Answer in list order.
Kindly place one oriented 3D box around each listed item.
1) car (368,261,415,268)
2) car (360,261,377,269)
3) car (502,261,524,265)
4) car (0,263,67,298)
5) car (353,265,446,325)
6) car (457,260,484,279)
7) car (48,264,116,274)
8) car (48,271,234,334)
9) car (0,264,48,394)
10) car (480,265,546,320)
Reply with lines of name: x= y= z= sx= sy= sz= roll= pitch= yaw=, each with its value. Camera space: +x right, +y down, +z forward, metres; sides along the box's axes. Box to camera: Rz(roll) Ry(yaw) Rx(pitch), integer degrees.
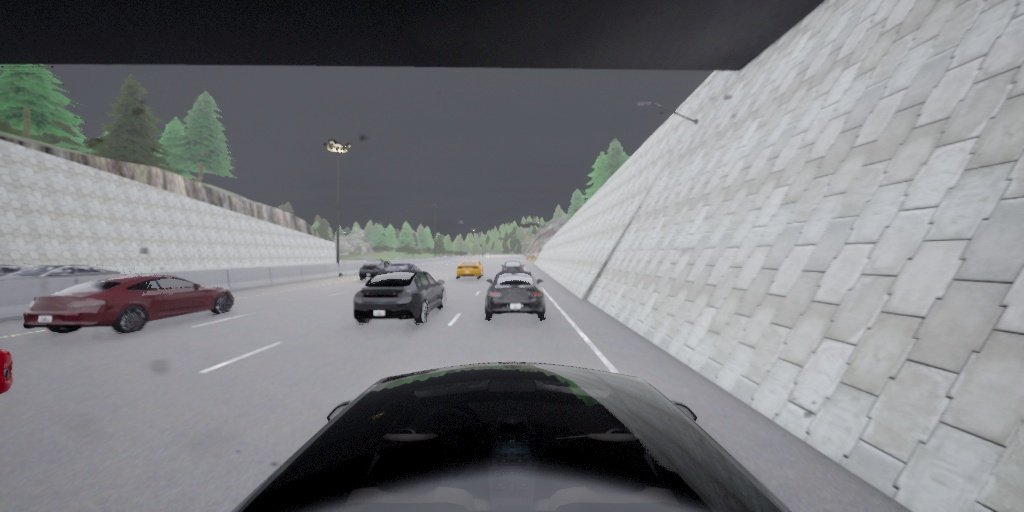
car: x=-6.907 y=1.170 z=22.811 sx=2.033 sy=1.411 sz=5.357 roll=0 pitch=0 yaw=0
car: x=-10.408 y=1.094 z=28.408 sx=1.837 sy=1.490 sz=4.892 roll=0 pitch=0 yaw=0
car: x=0.078 y=1.109 z=29.423 sx=1.812 sy=1.442 sz=4.674 roll=0 pitch=0 yaw=0
car: x=-24.574 y=1.153 z=16.468 sx=2.128 sy=1.511 sz=4.902 roll=0 pitch=0 yaw=0
car: x=-3.401 y=1.195 z=11.610 sx=1.837 sy=1.490 sz=4.892 roll=0 pitch=0 yaw=0
car: x=-3.409 y=1.058 z=29.935 sx=1.882 sy=1.535 sz=5.008 roll=0 pitch=0 yaw=0
car: x=-21.073 y=1.153 z=16.467 sx=2.128 sy=1.511 sz=4.902 roll=0 pitch=0 yaw=0
car: x=-10.415 y=1.224 z=10.295 sx=1.812 sy=1.442 sz=4.674 roll=0 pitch=0 yaw=0
car: x=-6.899 y=0.971 z=1.688 sx=2.150 sy=2.045 sz=5.566 roll=0 pitch=0 yaw=0
car: x=0.097 y=1.212 z=12.255 sx=1.812 sy=1.442 sz=4.674 roll=0 pitch=0 yaw=0
